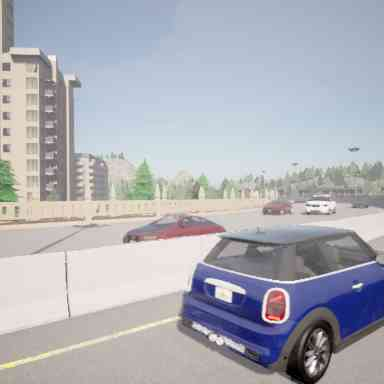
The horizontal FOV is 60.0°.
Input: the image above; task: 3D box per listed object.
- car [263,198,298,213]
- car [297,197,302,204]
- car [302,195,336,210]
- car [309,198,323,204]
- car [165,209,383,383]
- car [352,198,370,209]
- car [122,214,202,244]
[{"bbox_3d":[8.792,1.561,33.744,1.882,1.535,5.008,0,0,34],"label":"car"},{"bbox_3d":[23.486,1.852,72.181,2.033,1.411,5.357,0,0,9],"label":"car"},{"bbox_3d":[13.292,1.308,34.112,2.150,2.045,5.566,0,0,32],"label":"car"},{"bbox_3d":[27.062,1.893,72.561,1.895,1.301,4.718,0,0,9],"label":"car"},{"bbox_3d":[2.067,1.355,5.683,4.553,1.767,2.097,0,0,-39],"label":"car"},{"bbox_3d":[24.236,1.654,47.825,1.837,1.490,4.892,0,0,22],"label":"car"},{"bbox_3d":[-0.556,1.571,12.882,4.181,1.385,1.994,0,0,-41],"label":"car"}]
